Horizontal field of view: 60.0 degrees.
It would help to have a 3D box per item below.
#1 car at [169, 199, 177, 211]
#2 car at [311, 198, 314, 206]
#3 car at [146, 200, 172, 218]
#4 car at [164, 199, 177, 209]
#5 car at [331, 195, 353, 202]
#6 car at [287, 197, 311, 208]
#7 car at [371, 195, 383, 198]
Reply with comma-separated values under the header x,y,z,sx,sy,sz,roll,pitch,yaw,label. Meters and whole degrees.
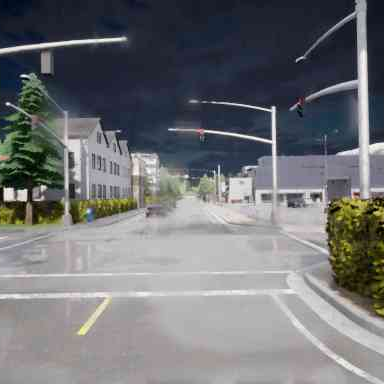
x,y,z,sx,sy,sz,roll,pitch,yaw,label
-3.586,1.885,44.843,2.128,1.511,4.902,-1,-1,0,car
19.075,1.573,56.164,1.970,1.475,3.806,-1,-1,0,car
-3.600,1.844,34.547,2.033,1.411,5.357,-1,-1,0,car
-3.540,1.995,55.256,1.837,1.490,4.892,-1,-1,0,car
25.490,1.398,56.503,2.152,1.636,5.027,-1,-1,0,car
15.429,1.629,49.107,2.007,1.523,4.514,-1,-1,0,car
19.118,1.183,31.239,1.905,1.878,3.866,-1,-1,0,car
